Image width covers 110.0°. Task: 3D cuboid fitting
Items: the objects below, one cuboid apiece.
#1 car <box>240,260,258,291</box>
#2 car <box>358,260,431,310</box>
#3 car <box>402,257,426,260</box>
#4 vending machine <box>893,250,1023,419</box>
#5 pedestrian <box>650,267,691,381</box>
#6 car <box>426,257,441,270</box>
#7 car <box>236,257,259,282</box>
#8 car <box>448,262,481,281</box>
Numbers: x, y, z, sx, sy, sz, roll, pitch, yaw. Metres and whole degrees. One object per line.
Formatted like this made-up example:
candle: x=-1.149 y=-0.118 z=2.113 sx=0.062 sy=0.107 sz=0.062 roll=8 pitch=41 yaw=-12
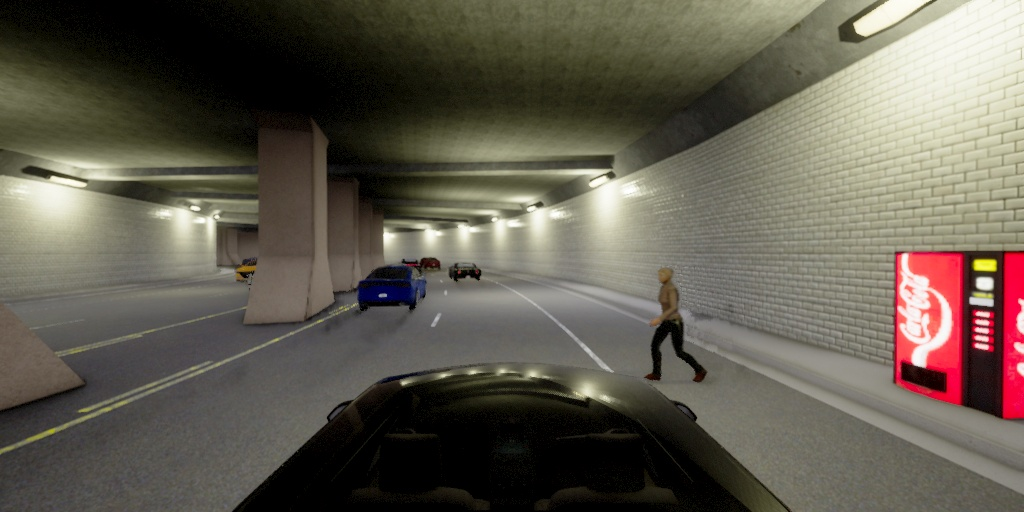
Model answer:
car: x=-13.027 y=1.108 z=20.284 sx=1.812 sy=1.442 sz=4.674 roll=0 pitch=1 yaw=-13
car: x=-4.521 y=1.114 z=14.106 sx=1.882 sy=1.535 sz=5.008 roll=0 pitch=1 yaw=-7
car: x=-9.668 y=0.948 z=33.698 sx=2.128 sy=1.511 sz=4.902 roll=0 pitch=0 yaw=-20
vending machine: x=5.843 y=0.917 z=4.578 sx=1.100 sy=2.100 sz=0.880 roll=0 pitch=0 yaw=-2
pedestrian: x=2.427 y=1.008 z=5.519 sx=0.375 sy=1.860 sz=0.375 roll=0 pitch=1 yaw=-3
car: x=-10.003 y=0.852 z=42.779 sx=1.882 sy=1.535 sz=5.008 roll=0 pitch=0 yaw=-28
car: x=-18.319 y=1.006 z=26.220 sx=1.882 sy=1.535 sz=5.008 roll=0 pitch=1 yaw=-19
car: x=-3.640 y=1.119 z=26.873 sx=1.895 sy=1.301 sz=4.718 roll=0 pitch=1 yaw=-16
